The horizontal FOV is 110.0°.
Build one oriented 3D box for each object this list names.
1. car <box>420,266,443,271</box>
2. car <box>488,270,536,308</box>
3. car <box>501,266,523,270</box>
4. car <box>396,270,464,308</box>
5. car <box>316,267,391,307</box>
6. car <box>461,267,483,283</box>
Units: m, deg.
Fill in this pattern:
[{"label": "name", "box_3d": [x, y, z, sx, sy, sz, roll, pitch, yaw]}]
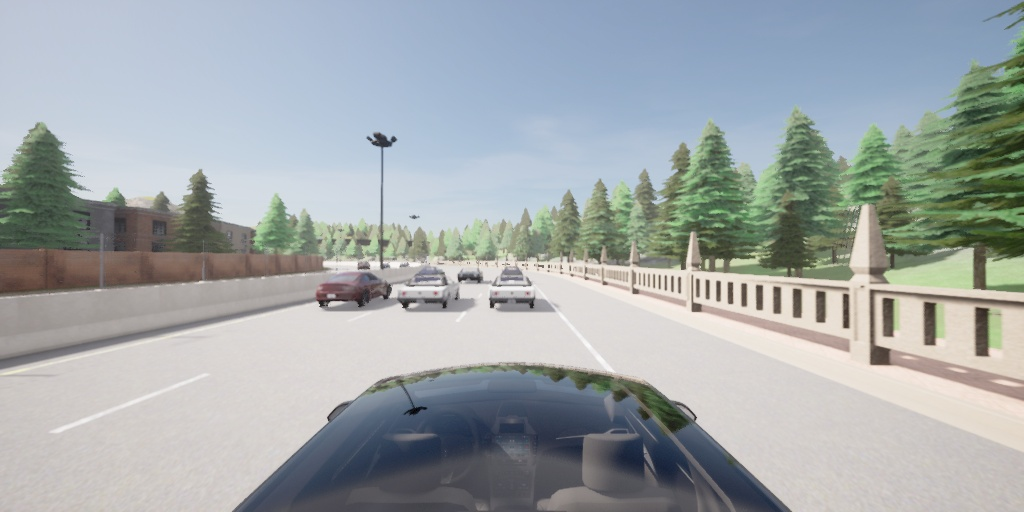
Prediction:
[{"label": "car", "box_3d": [-7.015, 1.586, 31.134, 1.994, 1.385, 4.181, 0, 0, 0]}, {"label": "car", "box_3d": [-0.003, 1.482, 15.940, 1.895, 1.301, 4.718, 0, 0, 0]}, {"label": "car", "box_3d": [-0.011, 1.587, 31.151, 1.994, 1.385, 4.181, 0, 0, 0]}, {"label": "car", "box_3d": [-3.503, 1.482, 15.939, 1.895, 1.301, 4.718, 0, 0, 0]}, {"label": "car", "box_3d": [-7.000, 1.410, 16.207, 1.812, 1.442, 4.674, 0, 0, 0]}, {"label": "car", "box_3d": [-3.511, 1.621, 30.940, 1.895, 1.301, 4.718, 0, 0, 0]}]
